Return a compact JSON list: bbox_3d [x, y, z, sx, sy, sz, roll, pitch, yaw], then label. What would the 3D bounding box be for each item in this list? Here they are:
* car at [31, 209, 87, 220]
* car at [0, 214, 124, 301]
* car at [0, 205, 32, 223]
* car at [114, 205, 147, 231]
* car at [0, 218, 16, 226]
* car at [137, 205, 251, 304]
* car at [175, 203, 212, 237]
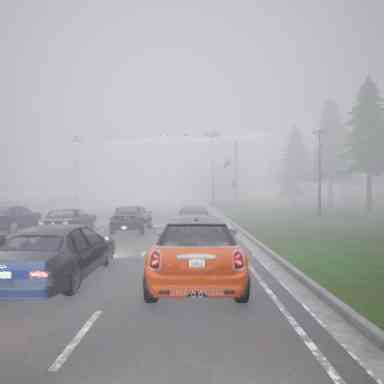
[{"bbox_3d":[-6.922,1.603,18.872,1.895,1.301,4.718,0,0,0],"label":"car"},{"bbox_3d":[-3.409,1.549,8.539,2.033,1.411,5.357,0,0,0],"label":"car"},{"bbox_3d":[-10.423,1.480,19.132,1.882,1.535,5.008,0,0,0],"label":"car"},{"bbox_3d":[-3.423,1.509,19.149,1.837,1.490,4.892,0,1,0],"label":"car"},{"bbox_3d":[-6.919,1.602,8.790,1.895,1.301,4.718,0,0,0],"label":"car"},{"bbox_3d":[0.090,1.352,8.330,2.097,1.767,4.553,0,0,0],"label":"car"},{"bbox_3d":[0.077,1.480,19.168,1.882,1.535,5.008,0,0,0],"label":"car"}]
